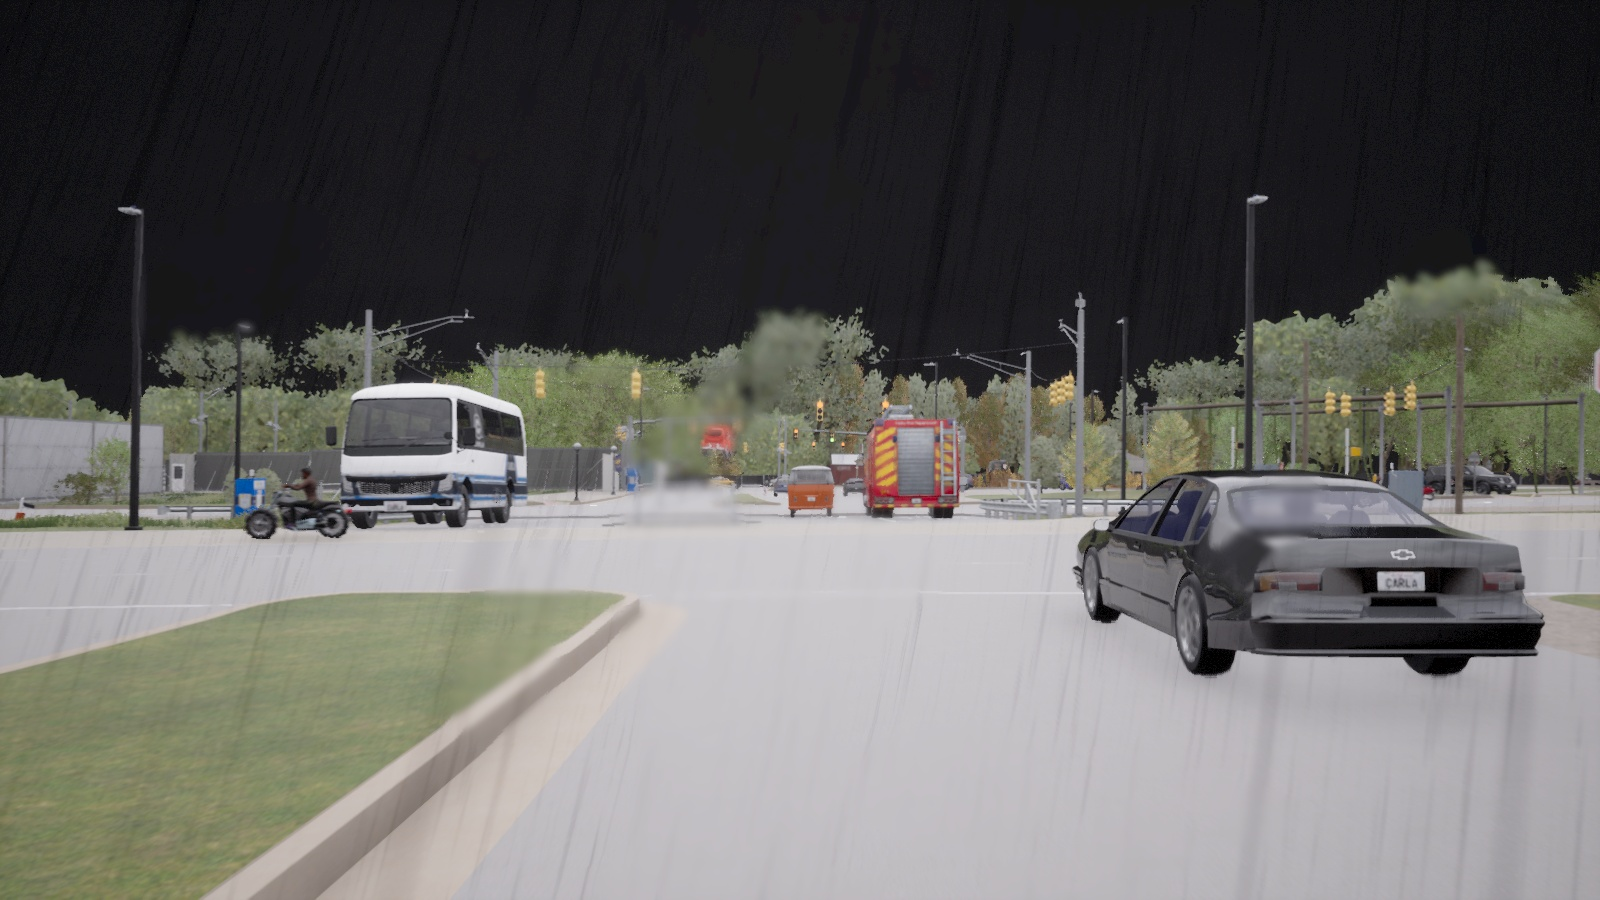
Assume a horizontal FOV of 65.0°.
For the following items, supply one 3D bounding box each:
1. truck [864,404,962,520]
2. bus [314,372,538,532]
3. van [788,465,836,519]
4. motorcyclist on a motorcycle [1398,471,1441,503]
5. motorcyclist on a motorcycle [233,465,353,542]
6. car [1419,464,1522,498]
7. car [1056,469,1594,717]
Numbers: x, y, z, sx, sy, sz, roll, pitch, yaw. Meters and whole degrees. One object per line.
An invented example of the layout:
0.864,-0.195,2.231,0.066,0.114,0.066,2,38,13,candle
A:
3.934,0.557,45.636,2.891,3.827,8.468,0,-2,1,truck
-11.151,0.217,38.941,3.944,4.253,10.273,-1,-2,0,bus
0.462,1.584,48.852,1.775,1.987,4.442,0,0,1,van
32.501,1.937,65.875,1.817,1.590,0.866,-1,-1,0,motorcyclist on a motorcycle
-11.316,1.184,28.053,2.350,1.649,0.766,-1,0,1,motorcyclist on a motorcycle
42.078,2.008,78.985,2.150,2.045,5.566,1,-2,-24,car
3.565,0.862,9.906,2.033,1.411,5.357,0,-1,0,car
